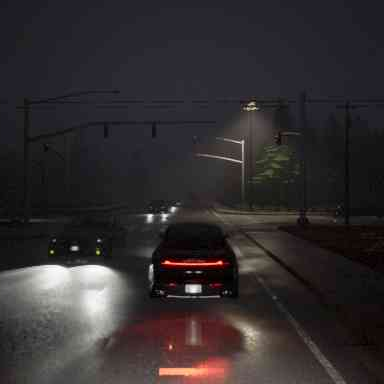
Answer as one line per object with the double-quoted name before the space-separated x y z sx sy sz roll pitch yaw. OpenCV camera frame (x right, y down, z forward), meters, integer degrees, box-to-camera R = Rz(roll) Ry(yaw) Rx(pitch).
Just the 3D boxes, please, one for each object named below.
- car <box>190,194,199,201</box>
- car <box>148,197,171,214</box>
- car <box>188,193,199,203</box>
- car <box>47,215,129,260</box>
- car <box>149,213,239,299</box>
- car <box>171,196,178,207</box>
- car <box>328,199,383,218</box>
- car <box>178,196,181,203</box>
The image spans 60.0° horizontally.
"car" 0.580 1.355 80.886 2.097 1.767 4.553 0 0 2
"car" -3.596 1.508 35.963 1.837 1.490 4.892 0 0 0
"car" 0.306 1.224 70.494 2.150 2.045 5.566 0 0 2
"car" -3.595 1.553 12.201 1.994 1.385 4.181 0 0 0
"car" 0.049 1.501 8.461 1.837 1.490 4.892 0 0 1
"car" -3.582 1.601 51.739 1.895 1.301 4.718 0 0 0
"car" 14.590 1.379 29.596 4.553 1.767 2.097 0 0 1
"car" -3.362 1.477 68.242 1.882 1.535 5.008 0 0 2
